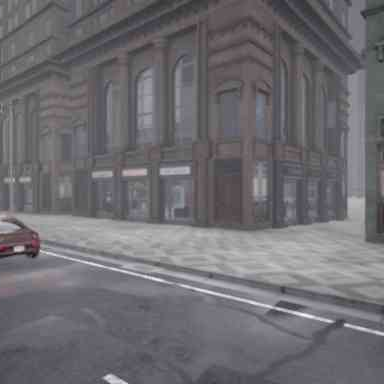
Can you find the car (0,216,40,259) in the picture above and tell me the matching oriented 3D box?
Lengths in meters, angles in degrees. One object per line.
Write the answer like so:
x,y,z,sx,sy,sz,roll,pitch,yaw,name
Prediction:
-6.968,1.553,11.531,4.674,1.442,1.812,0,0,40,car
